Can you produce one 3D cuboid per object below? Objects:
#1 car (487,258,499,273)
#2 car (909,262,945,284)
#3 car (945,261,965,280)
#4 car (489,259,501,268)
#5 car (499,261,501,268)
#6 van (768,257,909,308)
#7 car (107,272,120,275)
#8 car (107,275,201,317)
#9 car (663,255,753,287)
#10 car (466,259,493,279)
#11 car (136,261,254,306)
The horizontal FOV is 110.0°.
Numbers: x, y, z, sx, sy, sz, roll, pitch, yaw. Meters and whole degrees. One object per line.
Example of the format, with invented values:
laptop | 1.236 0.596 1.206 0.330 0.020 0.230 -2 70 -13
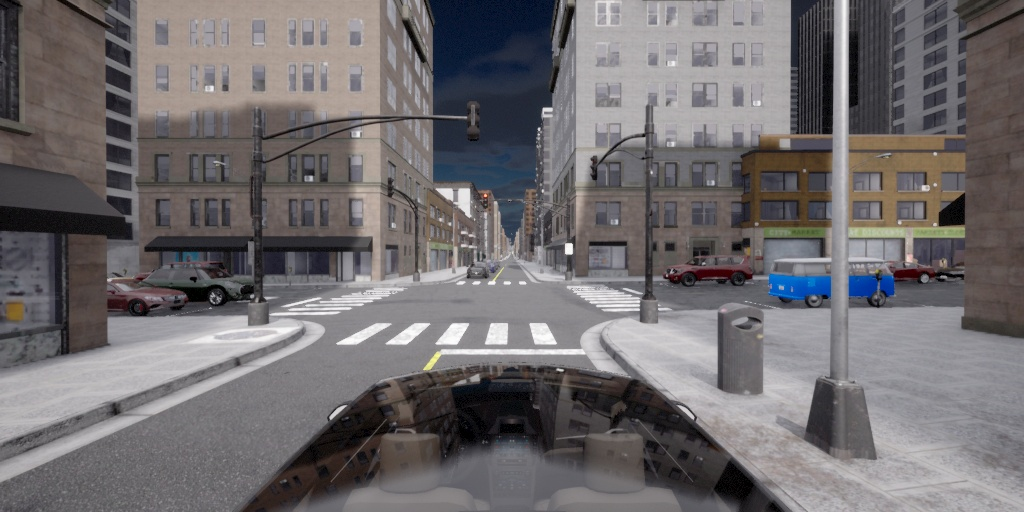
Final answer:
car | -3.064 1.116 43.459 2.097 1.767 4.553 0 0 0
car | 23.325 0.964 22.223 4.507 1.381 1.888 0 0 0
car | 28.935 0.915 22.234 4.313 1.339 1.948 0 0 0
car | -3.007 1.299 63.934 1.837 1.490 4.892 0 0 0
car | -3.056 1.282 53.607 1.837 1.490 4.892 0 0 0
van | 12.125 0.957 13.676 3.998 1.789 1.690 0 0 0
car | -26.008 1.551 22.129 4.829 1.417 1.751 0 0 0
car | -14.811 1.528 13.625 4.207 1.307 1.802 0 0 0
car | 12.108 0.871 22.201 5.009 1.841 2.192 0 0 0
car | -3.075 1.259 33.300 1.837 1.490 4.892 0 0 0
car | -14.001 1.269 16.267 4.553 1.767 2.097 -1 0 0
